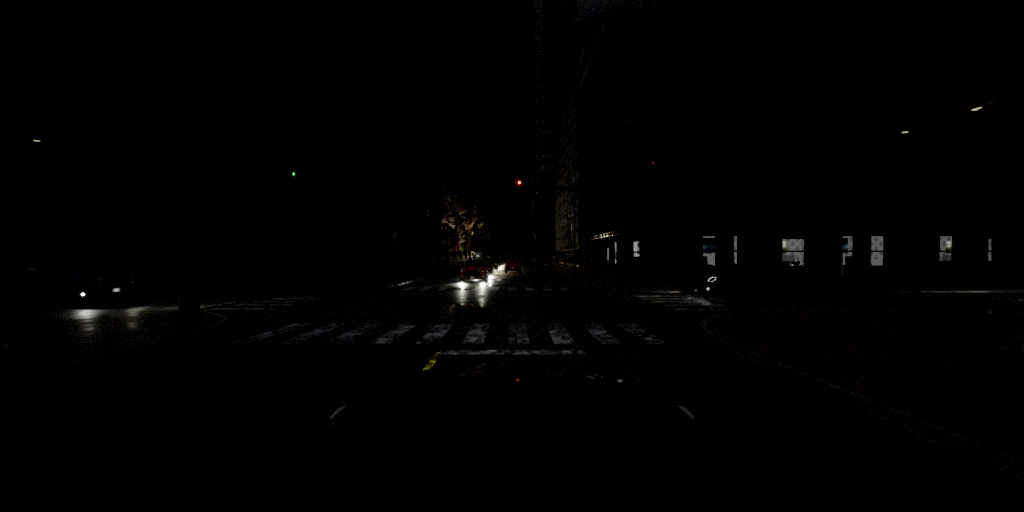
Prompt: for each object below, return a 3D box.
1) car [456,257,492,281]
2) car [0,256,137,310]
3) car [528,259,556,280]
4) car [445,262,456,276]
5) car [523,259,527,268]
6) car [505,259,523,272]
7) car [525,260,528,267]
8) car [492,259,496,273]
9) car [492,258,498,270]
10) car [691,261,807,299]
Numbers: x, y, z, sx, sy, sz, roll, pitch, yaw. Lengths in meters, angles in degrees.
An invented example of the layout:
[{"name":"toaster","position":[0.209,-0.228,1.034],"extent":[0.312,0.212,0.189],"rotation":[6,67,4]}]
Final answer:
[{"name":"car","position":[-3.112,1.104,30.034],"extent":[2.097,1.767,4.553],"rotation":[0,0,0]},{"name":"car","position":[-18.583,1.016,14.398],"extent":[5.566,2.045,2.150],"rotation":[0,0,1]},{"name":"car","position":[2.678,1.191,30.861],"extent":[1.967,1.591,4.097],"rotation":[0,0,0]},{"name":"car","position":[-5.706,1.297,36.535],"extent":[1.888,1.381,4.507],"rotation":[0,0,0]},{"name":"car","position":[2.665,1.314,59.266],"extent":[1.948,1.339,4.313],"rotation":[0,0,0]},{"name":"car","position":[0.081,1.230,44.892],"extent":[1.882,1.535,5.008],"rotation":[0,0,0]},{"name":"car","position":[2.675,1.318,36.541],"extent":[1.948,1.339,4.313],"rotation":[0,0,0]},{"name":"car","position":[-3.116,1.353,40.166],"extent":[1.895,1.301,4.718],"rotation":[0,0,0]},{"name":"car","position":[-3.105,1.106,52.587],"extent":[2.097,1.767,4.553],"rotation":[0,0,0]},{"name":"car","position":[11.121,1.070,17.140],"extent":[4.553,1.767,2.097],"rotation":[0,0,4]}]
